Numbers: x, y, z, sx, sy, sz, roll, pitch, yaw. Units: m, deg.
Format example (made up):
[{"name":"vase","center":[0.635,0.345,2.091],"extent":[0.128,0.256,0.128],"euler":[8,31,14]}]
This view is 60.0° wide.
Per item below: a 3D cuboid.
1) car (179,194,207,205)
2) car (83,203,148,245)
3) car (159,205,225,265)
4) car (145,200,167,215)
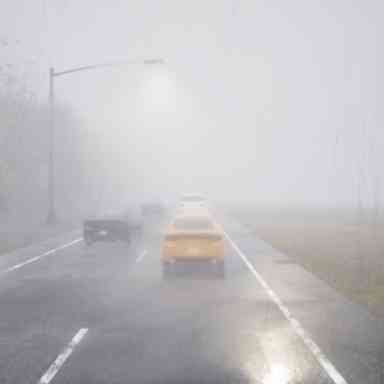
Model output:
[{"name":"car","center":[0.067,1.184,28.191],"extent":[2.150,2.045,5.566],"euler":[0,0,1]},{"name":"car","center":[-3.423,1.455,15.284],"extent":[1.882,1.535,5.008],"euler":[0,-1,0]},{"name":"car","center":[0.053,1.460,11.650],"extent":[1.882,1.535,5.008],"euler":[0,0,0]},{"name":"car","center":[-3.422,1.434,30.754],"extent":[1.882,1.535,5.008],"euler":[0,0,0]}]
